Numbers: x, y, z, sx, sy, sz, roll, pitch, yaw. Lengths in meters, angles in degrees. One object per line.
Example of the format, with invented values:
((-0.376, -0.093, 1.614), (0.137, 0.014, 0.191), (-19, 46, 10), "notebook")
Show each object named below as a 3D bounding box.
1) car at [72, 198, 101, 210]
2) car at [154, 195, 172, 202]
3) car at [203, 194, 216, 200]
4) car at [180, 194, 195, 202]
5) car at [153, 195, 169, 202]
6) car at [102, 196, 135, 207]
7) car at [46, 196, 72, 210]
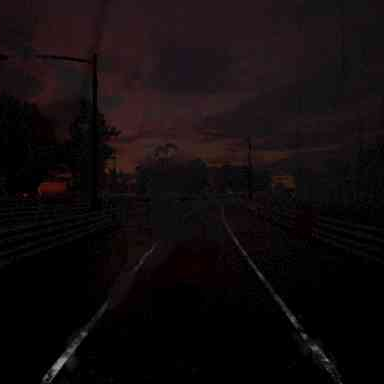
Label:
((-11.703, 1.351, 38.995), (1.994, 1.385, 4.181), (0, 0, 13), "car")
((-5.342, 1.368, 65.208), (1.812, 1.442, 4.674), (0, 0, 15), "car")
((5.043, 1.446, 89.528), (1.994, 1.385, 4.181), (0, 0, 17), "car")
((-0.863, 1.200, 68.513), (2.097, 1.767, 4.553), (0, 0, 15), "car")
((-6.810, 1.361, 73.408), (1.837, 1.490, 4.892), (0, 0, 15), "car")
((-8.197, 1.292, 38.648), (1.837, 1.490, 4.892), (0, 0, 13), "car")
((-15.212, 1.294, 39.355), (1.837, 1.490, 4.892), (0, 0, 13), "car")
